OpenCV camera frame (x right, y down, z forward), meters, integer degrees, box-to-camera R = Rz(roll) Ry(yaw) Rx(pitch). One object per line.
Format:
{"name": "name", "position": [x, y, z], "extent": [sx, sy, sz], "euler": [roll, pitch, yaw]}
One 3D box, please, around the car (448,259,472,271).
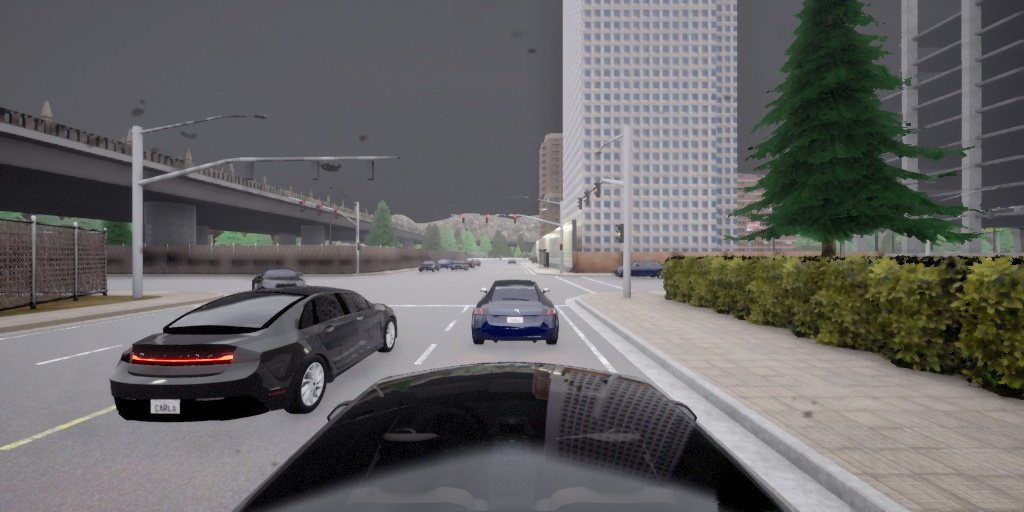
{"name": "car", "position": [-7.084, 1.314, 49.166], "extent": [1.994, 1.385, 4.181], "euler": [0, 0, 0]}

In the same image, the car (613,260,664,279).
{"name": "car", "position": [11.644, 1.157, 32.834], "extent": [4.553, 1.767, 2.097], "euler": [0, 0, 0]}

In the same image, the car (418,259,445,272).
{"name": "car", "position": [-10.592, 1.297, 46.413], "extent": [2.033, 1.411, 5.357], "euler": [0, 0, 0]}

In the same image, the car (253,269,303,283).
{"name": "car", "position": [-11.682, 1.334, 18.026], "extent": [1.994, 1.385, 4.181], "euler": [1, -1, -41]}

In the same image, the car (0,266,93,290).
{"name": "car", "position": [-29.357, 1.353, 22.050], "extent": [5.357, 1.411, 2.033], "euler": [0, 0, 0]}

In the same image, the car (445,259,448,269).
{"name": "car", "position": [-10.587, 1.227, 55.863], "extent": [1.882, 1.535, 5.008], "euler": [0, 0, 0]}

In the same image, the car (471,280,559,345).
{"name": "car", "position": [0.079, 1.314, 9.544], "extent": [1.994, 1.385, 4.181], "euler": [0, 0, 0]}

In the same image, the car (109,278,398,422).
{"name": "car", "position": [-3.440, 1.255, 6.001], "extent": [1.837, 1.490, 4.892], "euler": [0, 0, 0]}

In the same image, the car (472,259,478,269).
{"name": "car", "position": [-7.082, 1.351, 57.920], "extent": [1.895, 1.301, 4.718], "euler": [0, 0, 0]}
